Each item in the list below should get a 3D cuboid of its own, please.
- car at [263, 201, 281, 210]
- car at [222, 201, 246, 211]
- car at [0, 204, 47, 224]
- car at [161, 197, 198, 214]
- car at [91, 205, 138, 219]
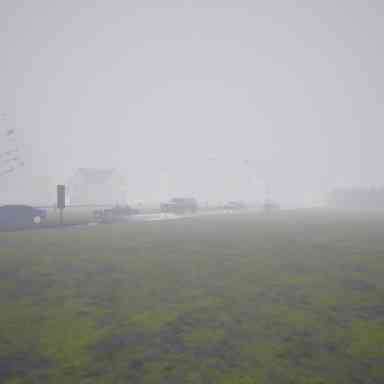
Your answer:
[{"bbox_3d":[14.161,2.368,59.003,1.994,1.385,4.181,1,0,35],"label":"car"},{"bbox_3d":[6.890,2.213,53.718,2.033,1.411,5.357,1,0,36],"label":"car"},{"bbox_3d":[-13.561,1.671,25.125,1.882,1.535,5.008,1,0,35],"label":"car"},{"bbox_3d":[-1.499,1.698,42.041,2.150,2.045,5.566,1,0,37],"label":"car"},{"bbox_3d":[-7.679,1.934,33.398,1.895,1.301,4.718,1,0,35],"label":"car"}]
